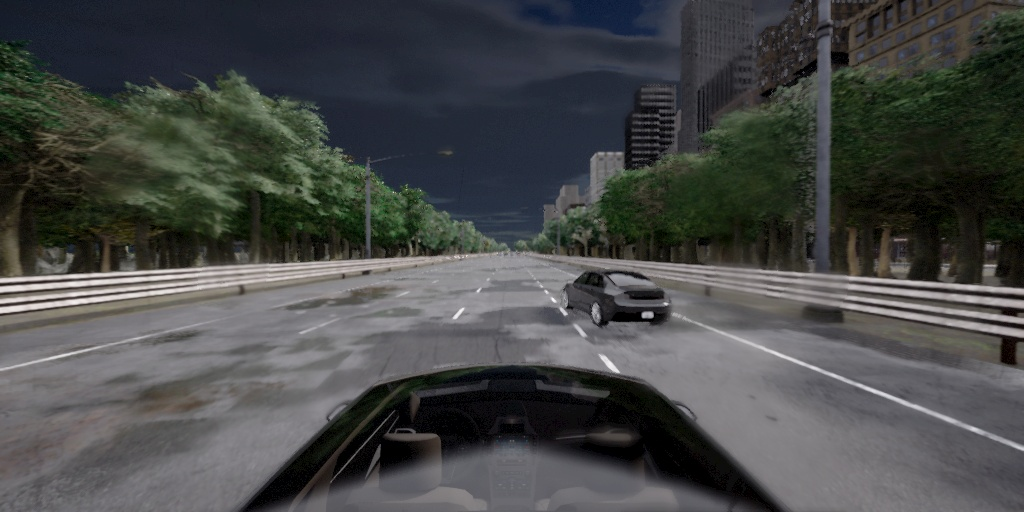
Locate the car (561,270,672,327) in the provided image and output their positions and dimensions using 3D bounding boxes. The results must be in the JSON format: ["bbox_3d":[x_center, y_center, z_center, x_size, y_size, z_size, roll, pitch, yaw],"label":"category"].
[{"bbox_3d":[2.961,1.164,11.146,1.837,1.490,4.892,1,1,-8],"label":"car"}]
